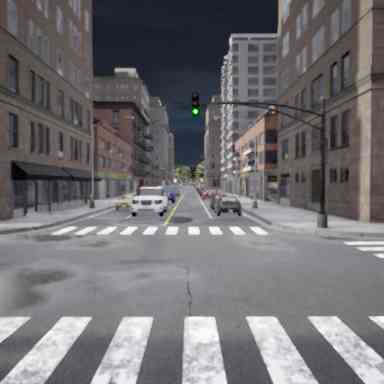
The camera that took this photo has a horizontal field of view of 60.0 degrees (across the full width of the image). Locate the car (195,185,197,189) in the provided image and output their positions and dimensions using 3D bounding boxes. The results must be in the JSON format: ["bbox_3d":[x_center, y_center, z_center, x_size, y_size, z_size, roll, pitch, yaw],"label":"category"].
[{"bbox_3d":[2.247,-0.353,75.006,1.947,1.339,4.313,0,1,0],"label":"car"}]

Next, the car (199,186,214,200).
[{"bbox_3d":[2.396,0.250,46.604,1.967,1.590,4.097,0,1,0],"label":"car"}]

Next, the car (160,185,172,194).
[{"bbox_3d":[-5.778,-0.603,74.952,2.192,1.841,5.009,0,1,0],"label":"car"}]

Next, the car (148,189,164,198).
[{"bbox_3d":[-5.659,0.215,52.241,2.008,1.369,4.403,0,1,0],"label":"car"}]

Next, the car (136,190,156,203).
[{"bbox_3d":[-5.600,0.521,40.883,1.947,1.339,4.313,0,1,0],"label":"car"}]

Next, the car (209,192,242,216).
[{"bbox_3d":[2.514,0.941,23.888,2.008,1.369,4.403,0,1,0],"label":"car"}]

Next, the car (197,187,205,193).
[{"bbox_3d":[2.216,-0.543,80.855,1.752,1.417,4.829,0,1,0],"label":"car"}]

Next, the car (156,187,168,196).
[{"bbox_3d":[-5.719,-0.187,63.597,1.967,1.590,4.097,0,1,0],"label":"car"}]

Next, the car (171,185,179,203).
[{"bbox_3d":[-3.038,0.221,39.168,2.150,2.045,5.566,0,1,0],"label":"car"}]

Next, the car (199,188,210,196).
[{"bbox_3d":[2.306,-0.061,63.647,1.947,1.339,4.313,0,1,0],"label":"car"}]

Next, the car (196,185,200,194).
[{"bbox_3d":[2.336,-0.166,57.961,2.192,1.841,5.009,0,1,0],"label":"car"}]

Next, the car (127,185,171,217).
[{"bbox_3d":[-2.970,0.603,24.233,2.150,2.045,5.566,0,1,0],"label":"car"}]

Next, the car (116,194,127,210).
[{"bbox_3d":[-5.539,0.775,29.354,1.752,1.417,4.829,0,1,0],"label":"car"}]

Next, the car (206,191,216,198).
[{"bbox_3d":[2.485,0.827,29.568,1.802,1.307,4.206,0,1,0],"label":"car"}]

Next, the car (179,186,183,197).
[{"bbox_3d":[-3.058,0.121,56.469,1.994,1.385,4.181,0,1,0],"label":"car"}]
